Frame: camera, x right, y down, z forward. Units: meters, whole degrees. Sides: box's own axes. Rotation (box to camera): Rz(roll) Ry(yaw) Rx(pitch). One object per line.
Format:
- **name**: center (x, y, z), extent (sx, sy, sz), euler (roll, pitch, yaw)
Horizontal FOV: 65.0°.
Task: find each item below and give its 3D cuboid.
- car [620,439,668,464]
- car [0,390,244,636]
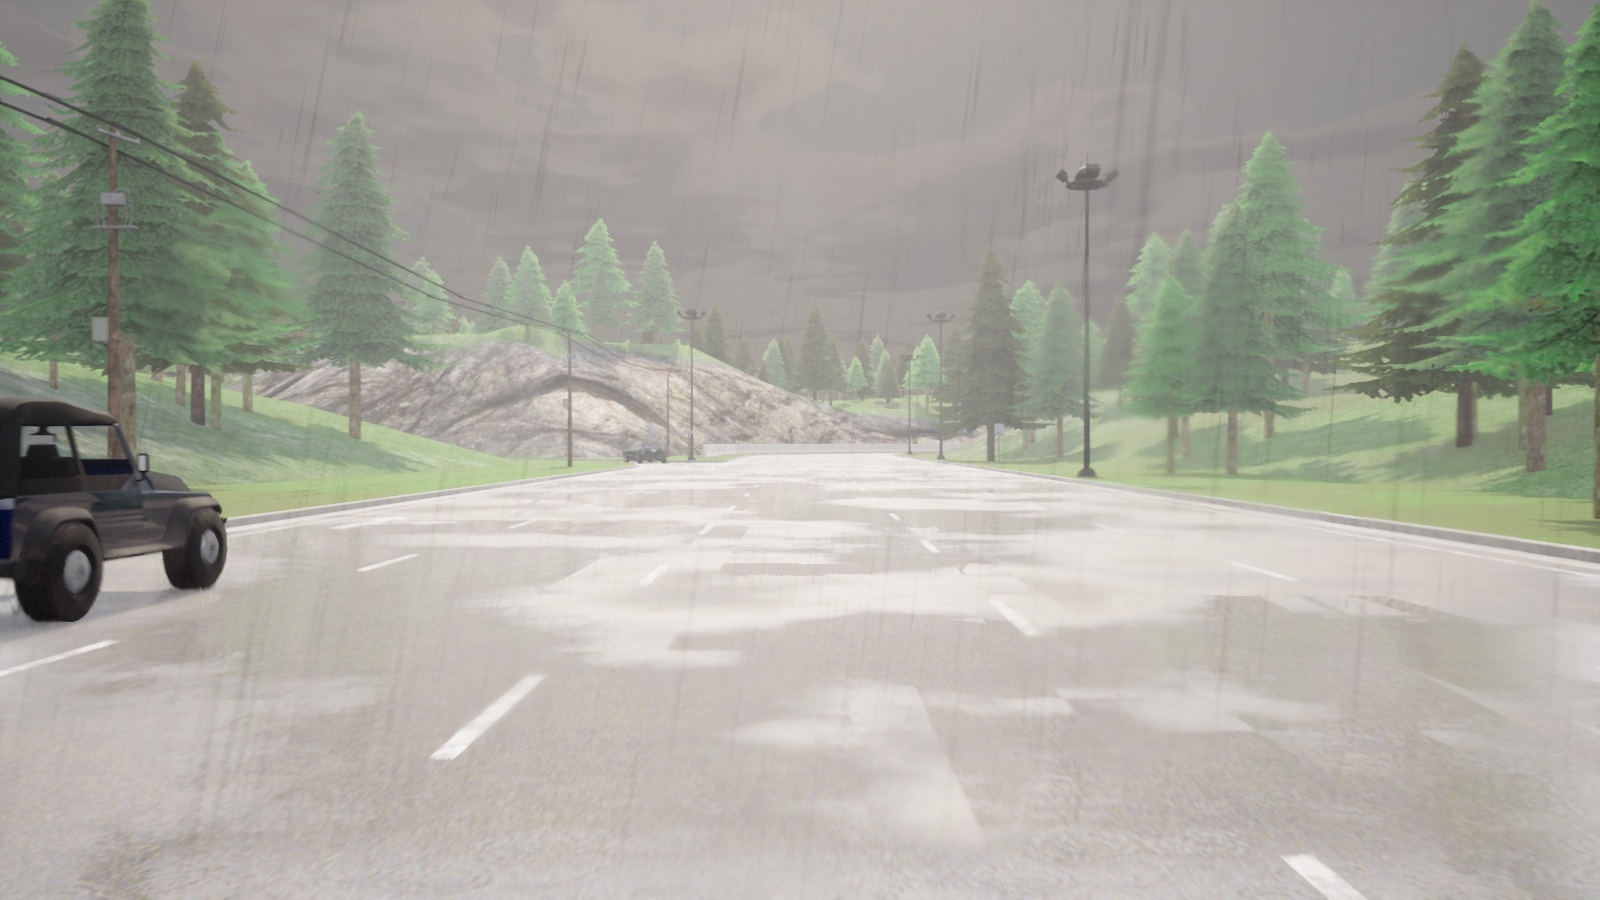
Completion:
- **car**: center (-11.449, 0.073, 91.672), extent (2.097, 1.767, 4.553), euler (0, 0, -26)
- **car**: center (-6.919, 0.471, 11.527), extent (1.905, 1.878, 3.866), euler (0, 0, 0)
